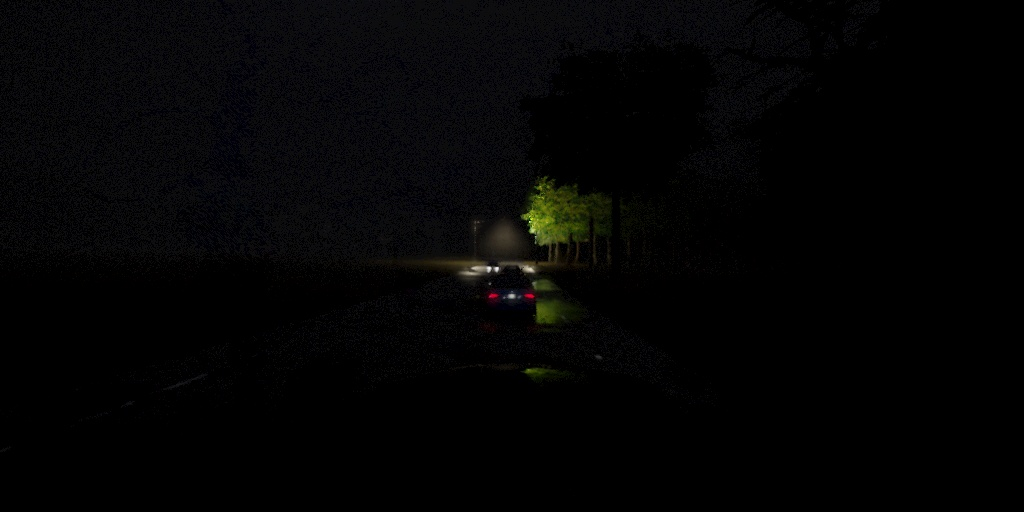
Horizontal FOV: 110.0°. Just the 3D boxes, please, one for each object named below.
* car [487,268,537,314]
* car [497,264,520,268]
[{"bbox_3d":[0.004,1.393,14.359,2.033,1.411,5.357,0,0,0],"label":"car"},{"bbox_3d":[0.010,1.477,30.343,1.994,1.385,4.181,0,0,1],"label":"car"}]
